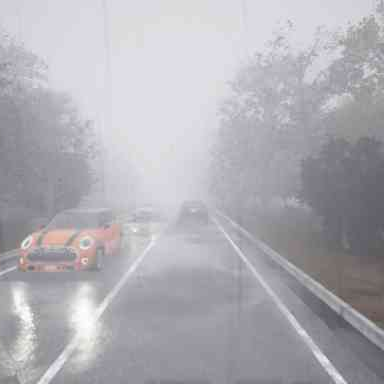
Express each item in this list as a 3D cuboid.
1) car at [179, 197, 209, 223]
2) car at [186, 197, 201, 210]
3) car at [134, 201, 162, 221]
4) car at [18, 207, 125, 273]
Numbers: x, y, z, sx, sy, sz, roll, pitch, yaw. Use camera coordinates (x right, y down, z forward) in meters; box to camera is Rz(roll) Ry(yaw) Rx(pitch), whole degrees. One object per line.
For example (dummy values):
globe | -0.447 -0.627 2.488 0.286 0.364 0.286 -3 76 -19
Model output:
car | 0.128 1.327 24.984 2.097 1.767 4.553 0 0 0
car | 0.152 1.423 43.389 1.882 1.535 5.008 0 1 0
car | -3.469 1.496 26.895 1.812 1.442 4.674 0 0 0
car | -3.581 1.339 10.690 2.097 1.767 4.553 0 0 0
